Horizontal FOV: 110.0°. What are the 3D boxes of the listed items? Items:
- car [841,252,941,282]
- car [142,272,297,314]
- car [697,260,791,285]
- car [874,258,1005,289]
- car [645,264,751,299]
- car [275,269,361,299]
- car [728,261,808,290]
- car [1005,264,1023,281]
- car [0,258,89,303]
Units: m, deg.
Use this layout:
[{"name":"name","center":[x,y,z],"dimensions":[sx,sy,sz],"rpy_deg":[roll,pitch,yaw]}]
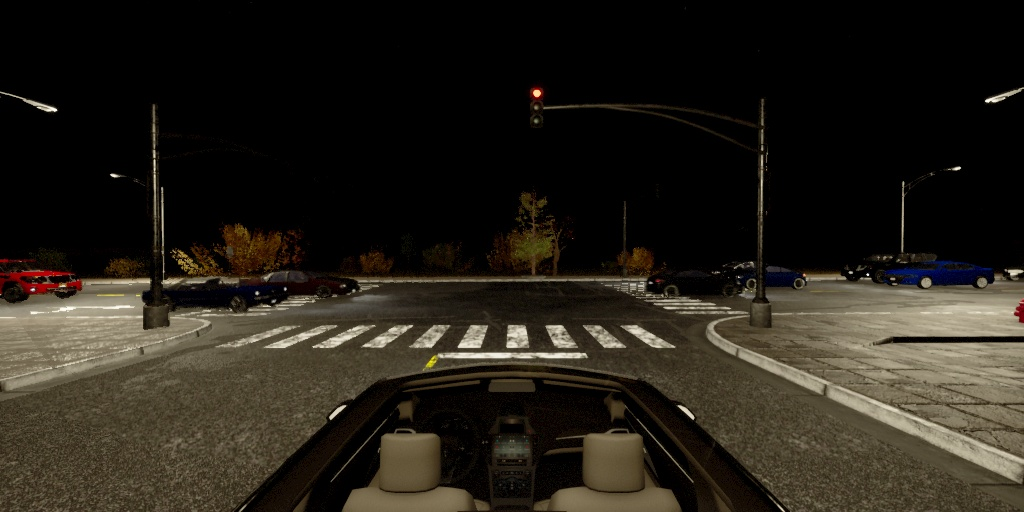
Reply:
[{"name":"car","center":[25.405,0.737,23.932],"dimensions":[5.566,2.045,2.150],"rpy_deg":[0,1,1]},{"name":"car","center":[-11.421,1.466,14.068],"dimensions":[4.718,1.301,1.895],"rpy_deg":[-1,1,5]},{"name":"car","center":[15.379,1.068,24.017],"dimensions":[4.902,1.511,2.128],"rpy_deg":[0,1,0]},{"name":"car","center":[24.483,1.040,20.693],"dimensions":[5.008,1.535,1.882],"rpy_deg":[0,1,0]},{"name":"car","center":[8.719,1.264,17.374],"dimensions":[4.181,1.385,1.994],"rpy_deg":[0,1,0]},{"name":"car","center":[-10.391,1.353,17.532],"dimensions":[5.357,1.411,2.033],"rpy_deg":[-1,0,0]},{"name":"car","center":[14.497,1.187,20.775],"dimensions":[4.181,1.385,1.994],"rpy_deg":[0,1,0]},{"name":"car","center":[35.886,0.946,23.838],"dimensions":[4.902,1.511,2.128],"rpy_deg":[0,1,1]},{"name":"car","center":[-24.867,1.144,17.641],"dimensions":[5.566,2.045,2.150],"rpy_deg":[0,1,0]}]
